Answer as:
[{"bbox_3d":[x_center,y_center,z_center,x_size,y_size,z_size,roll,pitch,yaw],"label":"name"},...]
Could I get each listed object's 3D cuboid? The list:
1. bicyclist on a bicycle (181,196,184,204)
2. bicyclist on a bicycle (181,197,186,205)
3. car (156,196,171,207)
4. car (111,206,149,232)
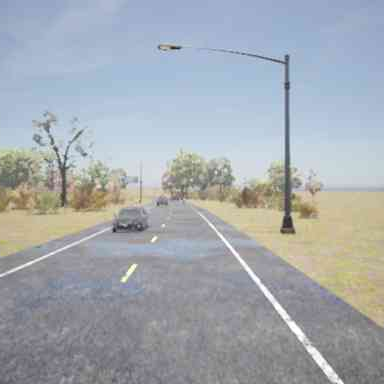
[{"bbox_3d":[-2.305,1.969,79.686,0.659,1.776,1.843,0,0,-5],"label":"bicyclist on a bicycle"},{"bbox_3d":[-1.620,1.972,70.686,0.866,1.612,1.509,0,0,-4],"label":"bicyclist on a bicycle"},{"bbox_3d":[-5.641,1.717,63.898,2.150,2.045,5.566,0,0,-3],"label":"car"},{"bbox_3d":[-3.865,1.678,21.409,1.837,1.490,4.892,0,0,-1],"label":"car"}]
